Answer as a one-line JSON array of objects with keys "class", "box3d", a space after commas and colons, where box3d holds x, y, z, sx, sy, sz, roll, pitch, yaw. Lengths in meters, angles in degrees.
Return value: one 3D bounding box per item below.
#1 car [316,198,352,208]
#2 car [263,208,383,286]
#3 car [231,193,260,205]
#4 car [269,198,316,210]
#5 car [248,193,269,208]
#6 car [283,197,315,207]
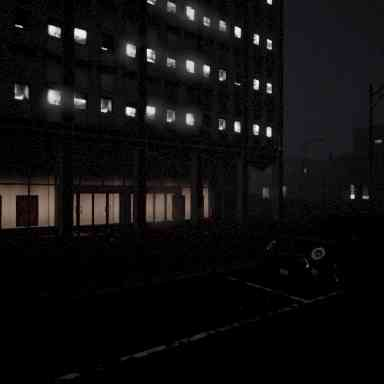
[{"class": "car", "box3d": [18.576, 1.447, 44.103, 1.752, 1.417, 4.829, 1, 0, -35]}, {"class": "car", "box3d": [3.888, 1.441, 9.330, 4.097, 1.590, 1.967, 0, 0, -36]}, {"class": "car", "box3d": [9.232, 1.169, 57.629, 2.192, 1.841, 5.009, 1, 0, -35]}, {"class": "car", "box3d": [11.777, 1.427, 39.201, 2.008, 1.369, 4.403, 1, 0, -35]}, {"class": "car", "box3d": [8.631, 1.168, 43.757, 2.192, 1.841, 5.009, 1, 0, -35]}, {"class": "car", "box3d": [15.524, 1.481, 48.519, 1.802, 1.307, 4.206, 1, 0, -35]}]
